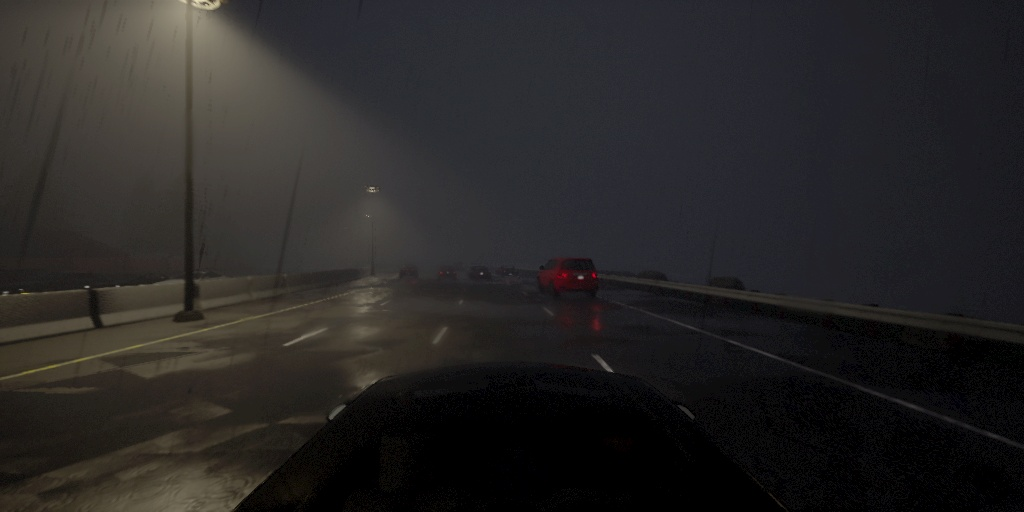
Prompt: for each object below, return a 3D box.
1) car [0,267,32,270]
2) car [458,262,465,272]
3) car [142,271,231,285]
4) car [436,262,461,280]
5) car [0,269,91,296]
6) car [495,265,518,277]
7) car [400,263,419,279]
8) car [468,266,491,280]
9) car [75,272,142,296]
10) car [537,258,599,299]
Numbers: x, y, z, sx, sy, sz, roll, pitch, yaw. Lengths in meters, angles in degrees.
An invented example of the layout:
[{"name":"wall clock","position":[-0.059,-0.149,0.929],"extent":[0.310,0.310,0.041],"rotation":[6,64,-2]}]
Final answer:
[{"name":"car","position":[-29.183,1.515,20.492],"extent":[2.097,1.767,4.553],"rotation":[0,-1,-7]},{"name":"car","position":[-8.793,1.678,56.549],"extent":[2.097,1.767,4.553],"rotation":[0,-1,-19]},{"name":"car","position":[-18.713,1.610,21.296],"extent":[1.812,1.442,4.674],"rotation":[0,-1,-7]},{"name":"car","position":[-6.822,1.680,37.203],"extent":[2.033,1.411,5.357],"rotation":[0,-1,-14]},{"name":"car","position":[-25.654,1.643,20.383],"extent":[1.837,1.490,4.892],"rotation":[0,-1,-7]},{"name":"car","position":[-0.718,1.724,41.570],"extent":[1.895,1.301,4.718],"rotation":[0,-1,-14]},{"name":"car","position":[-11.432,1.687,40.131],"extent":[2.128,1.511,4.902],"rotation":[0,-1,-13]},{"name":"car","position":[-3.312,1.656,35.951],"extent":[1.994,1.385,4.181],"rotation":[0,-1,-12]},{"name":"car","position":[-22.233,1.744,21.344],"extent":[1.895,1.301,4.718],"rotation":[0,-1,-7]},{"name":"car","position":[2.860,1.111,19.311],"extent":[2.150,2.045,5.566],"rotation":[0,-1,-7]}]
